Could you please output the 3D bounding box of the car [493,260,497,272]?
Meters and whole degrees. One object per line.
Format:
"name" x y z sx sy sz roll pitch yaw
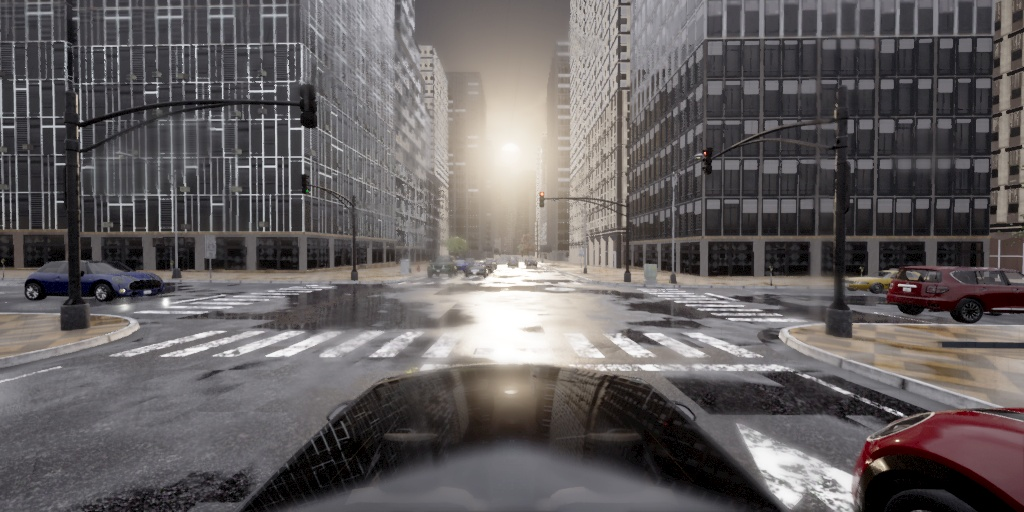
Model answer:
"car" -3.212 1.327 43.229 1.895 1.301 4.718 0 0 0

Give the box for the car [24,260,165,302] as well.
"car" -18.149 0.972 15.751 4.553 1.767 2.097 1 1 3

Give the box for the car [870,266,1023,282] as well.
"car" 16.226 1.282 12.529 5.009 1.841 2.192 0 0 1

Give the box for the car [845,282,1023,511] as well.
"car" 3.253 1.102 0.415 2.097 1.767 4.553 0 0 0

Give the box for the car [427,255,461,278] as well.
"car" -6.483 0.955 34.190 2.150 2.045 5.566 0 0 0

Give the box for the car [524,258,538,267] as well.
"car" 3.458 1.306 63.386 1.895 1.301 4.718 0 0 0

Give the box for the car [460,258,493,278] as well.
"car" -3.241 1.225 33.947 2.128 1.511 4.902 0 0 1

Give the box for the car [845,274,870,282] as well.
"car" 21.865 1.410 20.795 4.829 1.417 1.751 0 0 1

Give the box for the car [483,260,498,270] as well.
"car" -3.169 1.263 53.932 2.033 1.411 5.357 0 0 0

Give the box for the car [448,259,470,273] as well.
"car" -6.458 1.203 44.155 1.882 1.535 5.008 0 0 0

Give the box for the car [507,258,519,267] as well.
"car" 0.207 1.269 63.368 1.994 1.385 4.181 0 0 0

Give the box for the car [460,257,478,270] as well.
"car" -6.416 1.067 53.823 2.097 1.767 4.553 0 0 0
